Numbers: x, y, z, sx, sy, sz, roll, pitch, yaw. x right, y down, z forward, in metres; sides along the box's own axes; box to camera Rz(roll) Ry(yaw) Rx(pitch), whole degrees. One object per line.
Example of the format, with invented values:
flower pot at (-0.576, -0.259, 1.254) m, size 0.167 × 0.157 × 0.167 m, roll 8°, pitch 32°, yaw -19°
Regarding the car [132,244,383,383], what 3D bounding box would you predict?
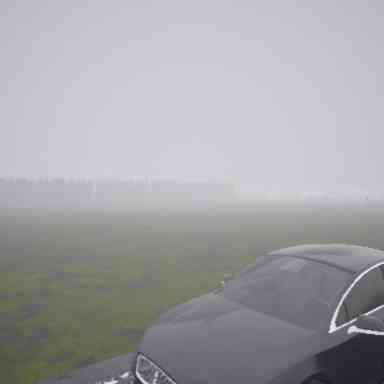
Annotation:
car at (1.635, 1.509, 4.239) m, size 4.892 × 1.490 × 1.837 m, roll 0°, pitch 0°, yaw -36°
